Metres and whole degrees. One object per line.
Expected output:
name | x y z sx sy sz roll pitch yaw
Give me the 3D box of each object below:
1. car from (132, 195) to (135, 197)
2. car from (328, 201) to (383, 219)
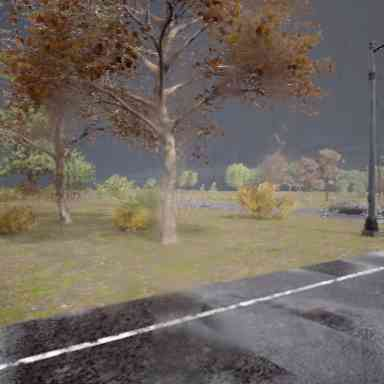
car | -12.794 1.120 70.586 1.895 1.301 4.718 0 1 -35
car | 15.119 1.589 30.868 2.128 1.511 4.902 0 1 -35
